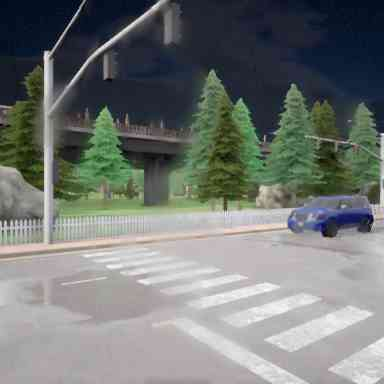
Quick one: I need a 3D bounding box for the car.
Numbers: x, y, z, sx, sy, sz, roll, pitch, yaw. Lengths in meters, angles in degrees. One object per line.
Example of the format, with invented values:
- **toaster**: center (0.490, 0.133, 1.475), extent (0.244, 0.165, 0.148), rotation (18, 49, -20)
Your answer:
- **car**: center (7.592, 1.227, 17.974), extent (5.566, 2.045, 2.150), rotation (0, 0, -35)
